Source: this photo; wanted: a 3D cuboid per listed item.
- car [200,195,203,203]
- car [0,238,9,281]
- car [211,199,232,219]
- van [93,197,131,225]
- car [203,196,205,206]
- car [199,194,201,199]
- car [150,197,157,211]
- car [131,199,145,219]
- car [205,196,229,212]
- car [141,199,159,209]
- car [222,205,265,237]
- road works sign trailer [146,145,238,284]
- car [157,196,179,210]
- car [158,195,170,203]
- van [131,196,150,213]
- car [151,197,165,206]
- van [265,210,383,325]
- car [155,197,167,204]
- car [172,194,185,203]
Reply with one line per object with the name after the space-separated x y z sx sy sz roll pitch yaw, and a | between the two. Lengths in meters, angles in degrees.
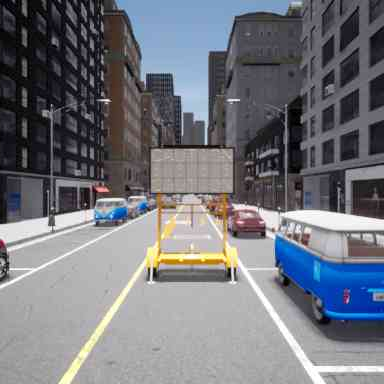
2.858 1.557 56.365 2.008 1.369 4.403 0 0 0 | car
-5.669 1.440 6.854 1.967 1.590 4.097 0 0 0 | car
2.858 1.582 28.858 1.802 1.307 4.206 0 0 0 | car
-5.669 1.340 23.359 1.690 1.788 3.998 0 0 0 | van
2.858 1.443 45.363 1.967 1.590 4.097 0 0 0 | car
2.859 1.578 67.368 1.947 1.339 4.313 0 0 0 | car
-5.667 1.567 39.862 1.947 1.339 4.313 0 0 0 | car
-5.668 1.550 28.859 2.008 1.369 4.403 0 0 0 | car
2.857 1.315 34.360 2.192 1.841 5.009 0 0 0 | car
-5.667 1.585 45.363 1.802 1.307 4.206 0 0 0 | car
2.857 1.581 17.856 1.802 1.307 4.206 0 0 0 | car
0.001 0.464 9.532 2.380 3.560 2.880 0 0 0 | road works sign trailer
-3.096 1.566 42.921 1.994 1.385 4.181 0 0 0 | car
-5.667 1.452 67.369 1.967 1.590 4.097 0 0 0 | car
-5.668 1.341 34.360 1.690 1.788 3.998 0 0 0 | van
-5.667 1.573 56.366 1.947 1.339 4.313 0 0 0 | car
2.856 1.341 6.853 1.690 1.788 3.998 0 0 0 | van
-5.667 1.591 61.867 1.802 1.307 4.206 0 0 0 | car
-2.996 1.579 71.533 1.994 1.385 4.181 0 0 0 | car
